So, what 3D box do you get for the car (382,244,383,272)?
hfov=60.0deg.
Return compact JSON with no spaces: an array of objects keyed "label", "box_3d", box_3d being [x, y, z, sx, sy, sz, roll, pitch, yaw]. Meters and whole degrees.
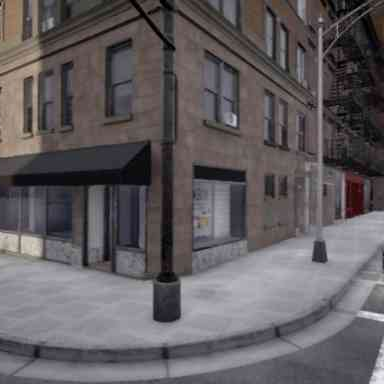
[{"label":"car","box_3d":[6.983,1.370,9.702,2.097,1.767,4.553,0,0,36]}]
